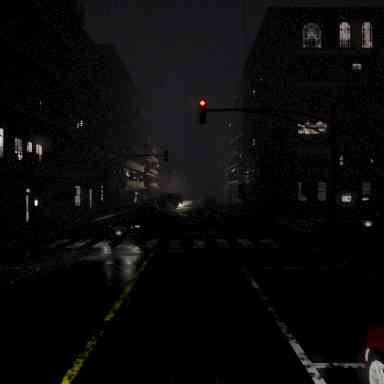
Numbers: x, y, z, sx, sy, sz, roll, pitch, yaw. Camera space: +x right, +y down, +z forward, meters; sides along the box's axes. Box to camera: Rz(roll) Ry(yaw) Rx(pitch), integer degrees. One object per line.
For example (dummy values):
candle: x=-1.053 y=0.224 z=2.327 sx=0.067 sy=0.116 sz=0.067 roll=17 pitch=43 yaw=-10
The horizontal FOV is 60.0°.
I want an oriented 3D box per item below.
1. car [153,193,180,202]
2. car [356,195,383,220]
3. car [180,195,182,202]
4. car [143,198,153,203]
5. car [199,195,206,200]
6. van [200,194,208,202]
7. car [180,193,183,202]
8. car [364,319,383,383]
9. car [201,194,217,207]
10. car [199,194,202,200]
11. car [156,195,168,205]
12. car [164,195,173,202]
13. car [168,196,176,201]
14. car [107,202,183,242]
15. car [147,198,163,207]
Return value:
car: x=-2.989 y=1.228 z=40.085 sx=2.150 sy=2.045 sz=5.566 roll=0 pitch=0 yaw=0
car: x=14.905 y=1.206 z=24.757 sx=5.008 sy=1.535 sz=1.882 roll=-1 pitch=0 yaw=-1
car: x=-2.956 y=1.561 z=50.390 sx=2.033 sy=1.411 sz=5.357 roll=0 pitch=0 yaw=0
car: x=-5.572 y=1.561 z=45.305 sx=2.008 sy=1.369 sz=4.403 roll=0 pitch=0 yaw=0
car: x=2.946 y=1.602 z=95.027 sx=1.887 sy=1.381 sz=4.507 roll=-1 pitch=0 yaw=0
van: x=2.898 y=1.379 z=78.443 sx=1.690 sy=1.788 sz=3.998 roll=-1 pitch=0 yaw=0
car: x=-2.870 y=1.248 z=64.227 sx=2.150 sy=2.045 sz=5.566 roll=0 pitch=0 yaw=1
car: x=2.687 y=1.544 z=1.805 sx=1.887 sy=1.381 sz=4.507 roll=0 pitch=0 yaw=0
car: x=2.822 y=1.454 z=50.804 sx=1.967 sy=1.590 sz=4.097 roll=-1 pitch=0 yaw=0
car: x=2.869 y=1.578 z=67.388 sx=2.008 sy=1.369 sz=4.403 roll=-1 pitch=0 yaw=0
car: x=-5.528 y=1.462 z=61.888 sx=1.967 sy=1.590 sz=4.097 roll=-1 pitch=0 yaw=0
car: x=-5.481 y=1.563 z=78.302 sx=1.752 sy=1.417 sz=4.829 roll=-1 pitch=0 yaw=0
car: x=-5.449 y=1.632 z=89.528 sx=1.802 sy=1.307 sz=4.206 roll=-1 pitch=0 yaw=0
car: x=-2.225 y=1.490 z=16.529 sx=2.128 sy=1.511 sz=4.902 roll=0 pitch=0 yaw=23
car: x=-5.557 y=1.580 z=50.832 sx=1.947 sy=1.339 sz=4.313 roll=0 pitch=0 yaw=0
